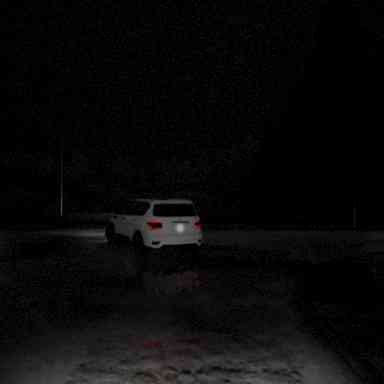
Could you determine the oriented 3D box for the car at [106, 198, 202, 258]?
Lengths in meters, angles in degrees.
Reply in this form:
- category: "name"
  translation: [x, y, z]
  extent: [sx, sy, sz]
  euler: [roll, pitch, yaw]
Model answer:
- category: "car"
  translation: [-1.691, 1.253, 13.267]
  extent: [2.150, 2.045, 5.566]
  euler: [1, -1, -29]
